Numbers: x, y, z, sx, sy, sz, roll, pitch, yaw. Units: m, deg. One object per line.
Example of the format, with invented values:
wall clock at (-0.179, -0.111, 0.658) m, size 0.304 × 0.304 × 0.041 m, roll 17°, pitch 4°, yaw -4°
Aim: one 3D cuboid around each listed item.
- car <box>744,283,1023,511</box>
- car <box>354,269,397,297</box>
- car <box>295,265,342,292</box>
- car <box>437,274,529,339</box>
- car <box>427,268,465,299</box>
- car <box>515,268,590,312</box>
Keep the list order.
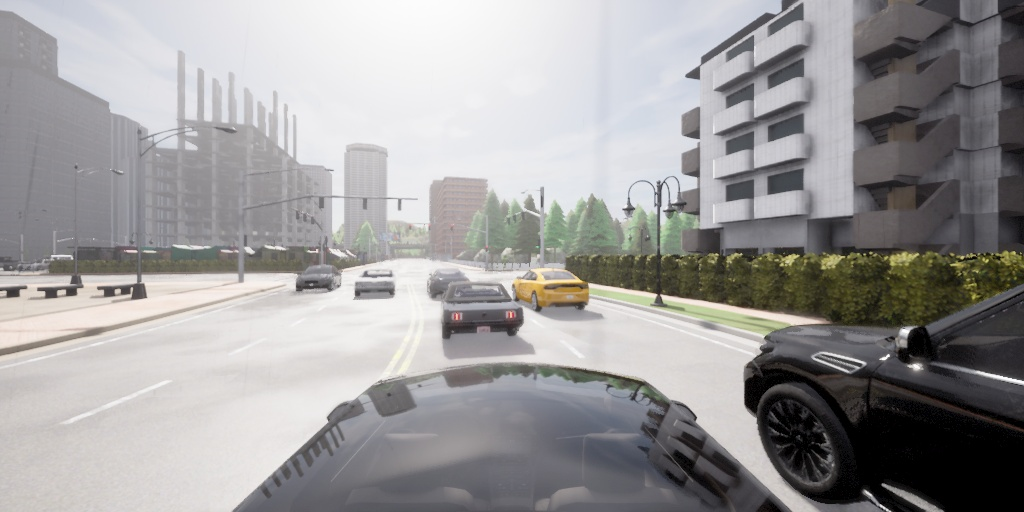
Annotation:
car at (3.463, 0.968, 1.293) m, size 2.150 × 2.045 × 5.566 m, roll 0°, pitch 0°, yaw 0°
car at (-7.237, 1.369, 19.284) m, size 1.895 × 1.301 × 4.718 m, roll 0°, pitch 0°, yaw -16°
car at (-11.643, 1.318, 21.828) m, size 1.837 × 1.490 × 4.892 m, roll 0°, pitch 0°, yaw -17°
car at (-1.077, 1.359, 10.159) m, size 1.895 × 1.301 × 4.718 m, roll 0°, pitch 0°, yaw -12°
car at (-3.323, 1.331, 18.626) m, size 1.994 × 1.385 × 4.181 m, roll 0°, pitch 0°, yaw -16°
car at (1.370, 1.240, 14.519) m, size 1.882 × 1.535 × 5.008 m, roll 0°, pitch 0°, yaw -14°
